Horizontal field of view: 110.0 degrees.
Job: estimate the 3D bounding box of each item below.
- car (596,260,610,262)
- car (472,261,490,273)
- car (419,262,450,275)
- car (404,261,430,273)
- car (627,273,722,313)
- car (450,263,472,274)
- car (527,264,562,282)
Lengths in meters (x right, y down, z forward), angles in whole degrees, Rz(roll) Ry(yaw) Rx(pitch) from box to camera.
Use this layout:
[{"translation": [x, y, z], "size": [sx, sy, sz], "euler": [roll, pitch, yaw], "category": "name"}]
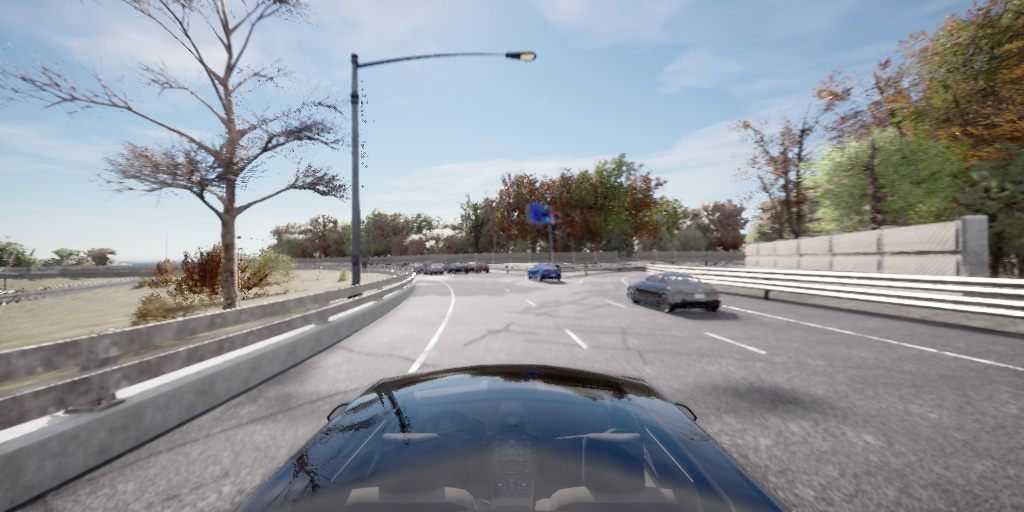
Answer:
[{"translation": [15.323, 1.459, 61.544], "size": [5.357, 1.411, 2.033], "euler": [-1, -1, -3], "category": "car"}, {"translation": [-5.006, 1.607, 52.830], "size": [2.097, 1.767, 4.553], "euler": [0, -1, -26], "category": "car"}, {"translation": [-10.448, 1.819, 47.980], "size": [2.033, 1.411, 5.357], "euler": [0, -1, -26], "category": "car"}, {"translation": [-14.945, 1.942, 56.401], "size": [2.033, 1.411, 5.357], "euler": [0, -1, -31], "category": "car"}, {"translation": [6.219, 1.358, 14.260], "size": [1.994, 1.385, 4.181], "euler": [-1, -1, -6], "category": "car"}, {"translation": [-7.650, 1.739, 50.260], "size": [1.882, 1.535, 5.008], "euler": [0, -1, -26], "category": "car"}, {"translation": [2.784, 1.466, 32.143], "size": [1.882, 1.535, 5.008], "euler": [0, -1, -15], "category": "car"}]
